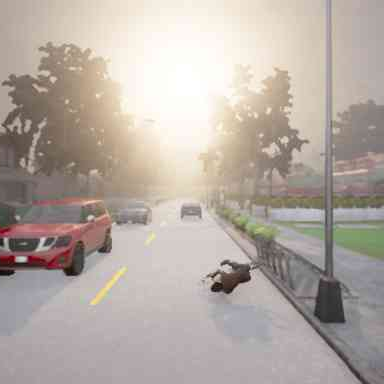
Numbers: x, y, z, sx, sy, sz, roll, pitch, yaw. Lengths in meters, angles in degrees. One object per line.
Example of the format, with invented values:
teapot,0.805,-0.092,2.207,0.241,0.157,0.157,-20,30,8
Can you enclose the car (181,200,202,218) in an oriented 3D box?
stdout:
car,-0.065,1.612,31.757,1.882,1.535,5.008,0,0,0

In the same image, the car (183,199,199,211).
car,-0.135,1.736,44.650,2.033,1.411,5.357,0,0,0

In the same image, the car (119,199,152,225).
car,-4.204,1.456,24.718,2.097,1.767,4.553,0,0,0

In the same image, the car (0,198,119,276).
car,-4.149,1.265,10.811,2.150,2.045,5.566,0,0,0
